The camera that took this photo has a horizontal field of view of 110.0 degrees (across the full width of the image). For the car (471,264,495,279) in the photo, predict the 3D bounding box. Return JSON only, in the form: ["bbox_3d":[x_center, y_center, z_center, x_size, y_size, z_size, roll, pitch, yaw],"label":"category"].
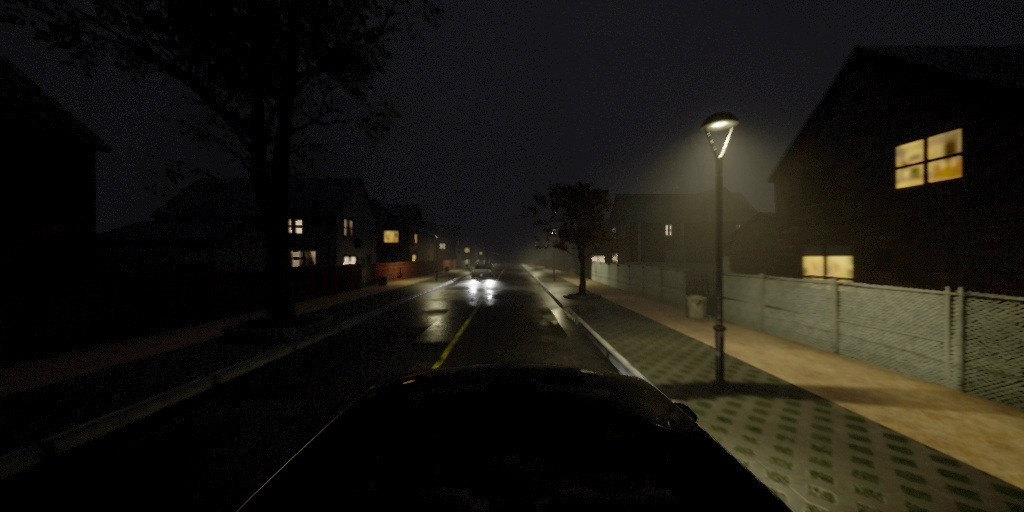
[{"bbox_3d":[-2.652,1.380,33.297,1.895,1.301,4.718,0,0,0],"label":"car"}]
